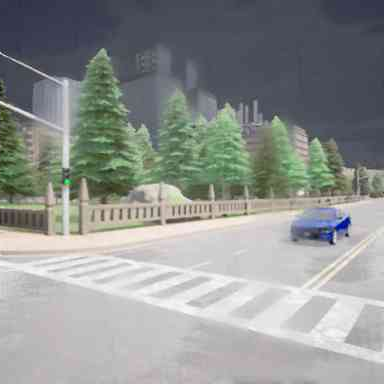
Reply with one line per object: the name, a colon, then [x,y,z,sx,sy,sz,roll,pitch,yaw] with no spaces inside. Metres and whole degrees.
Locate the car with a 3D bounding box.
car: [6.258,1.496,15.983,1.882,1.535,5.008,0,0,35]
